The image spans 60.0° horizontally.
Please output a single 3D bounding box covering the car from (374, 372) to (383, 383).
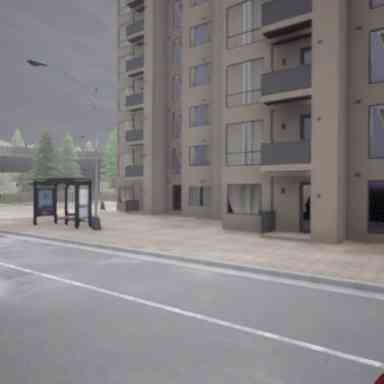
[{"bbox_3d":[3.195,1.510,0.863,5.008,1.535,1.882,0,0,44],"label":"car"}]
